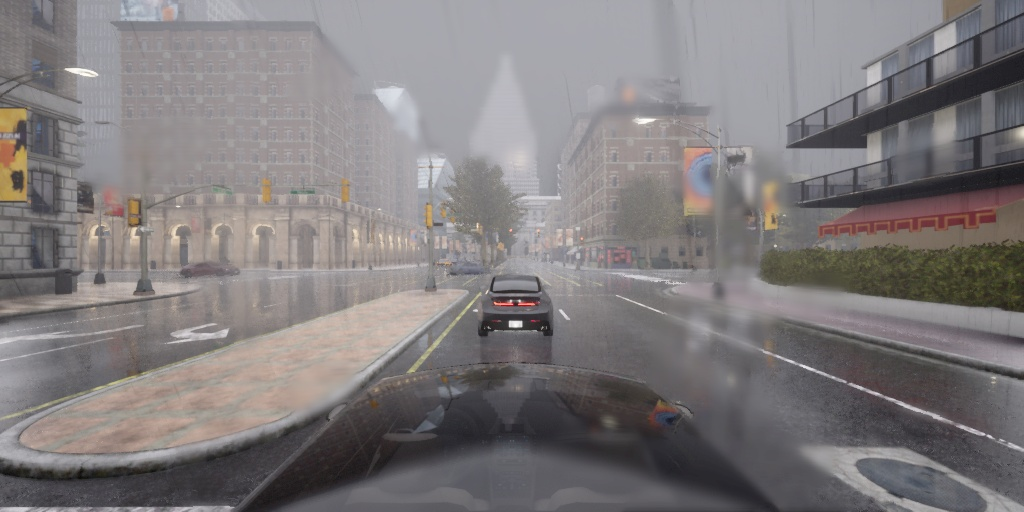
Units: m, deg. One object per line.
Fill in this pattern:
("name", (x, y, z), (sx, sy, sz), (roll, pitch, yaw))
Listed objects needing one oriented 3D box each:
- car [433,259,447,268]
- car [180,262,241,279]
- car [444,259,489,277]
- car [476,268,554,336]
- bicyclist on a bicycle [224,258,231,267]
("car", (-11.407, 1.228, 59.669), (1.882, 1.535, 5.008), (0, 0, 0))
("car", (-27.204, 1.276, 32.388), (4.674, 1.442, 1.812), (0, 0, -2))
("car", (-4.167, 1.314, 35.634), (4.181, 1.385, 1.994), (0, 0, -29))
("car", (0.101, 1.255, 10.331), (1.837, 1.490, 4.892), (0, 0, 0))
("bicyclist on a bicycle", (-37.170, 1.050, 46.770), (0.582, 1.620, 1.656), (0, 0, 0))
